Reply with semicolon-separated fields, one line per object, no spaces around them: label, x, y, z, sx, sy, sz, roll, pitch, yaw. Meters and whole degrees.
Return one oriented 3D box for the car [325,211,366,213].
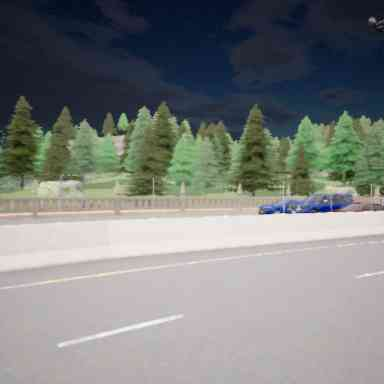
car;11.025;1.421;21.759;5.008;1.535;1.882;0;0;-23
